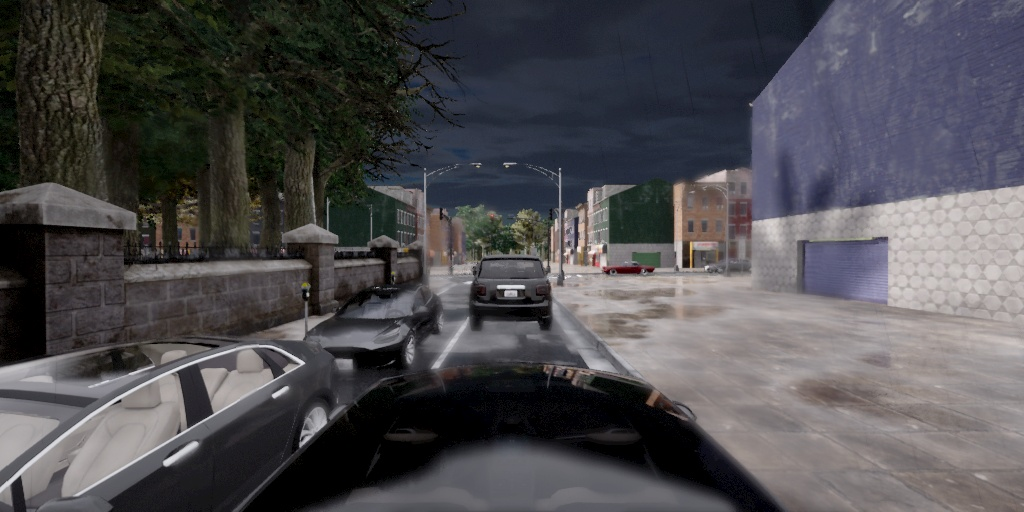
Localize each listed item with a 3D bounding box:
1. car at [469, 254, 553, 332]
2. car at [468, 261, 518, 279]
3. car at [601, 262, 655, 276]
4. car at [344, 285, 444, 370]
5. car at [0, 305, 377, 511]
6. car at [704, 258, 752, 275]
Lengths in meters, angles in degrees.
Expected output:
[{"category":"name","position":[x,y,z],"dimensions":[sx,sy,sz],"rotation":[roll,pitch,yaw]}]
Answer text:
[{"category":"car","position":[-0.009,0.975,11.068],"dimensions":[2.150,2.045,5.566],"rotation":[0,0,0]},{"category":"car","position":[-1.813,1.299,35.205],"dimensions":[1.837,1.490,4.892],"rotation":[3,3,44]},{"category":"car","position":[11.000,1.194,34.329],"dimensions":[4.718,1.301,1.895],"rotation":[-1,1,0]},{"category":"car","position":[-2.633,1.317,7.759],"dimensions":[1.948,1.339,4.313],"rotation":[0,0,0]},{"category":"car","position":[-2.641,1.300,2.070],"dimensions":[2.007,1.370,4.403],"rotation":[0,0,0]},{"category":"car","position":[21.038,0.950,34.312],"dimensions":[4.902,1.511,2.128],"rotation":[-1,1,0]}]
